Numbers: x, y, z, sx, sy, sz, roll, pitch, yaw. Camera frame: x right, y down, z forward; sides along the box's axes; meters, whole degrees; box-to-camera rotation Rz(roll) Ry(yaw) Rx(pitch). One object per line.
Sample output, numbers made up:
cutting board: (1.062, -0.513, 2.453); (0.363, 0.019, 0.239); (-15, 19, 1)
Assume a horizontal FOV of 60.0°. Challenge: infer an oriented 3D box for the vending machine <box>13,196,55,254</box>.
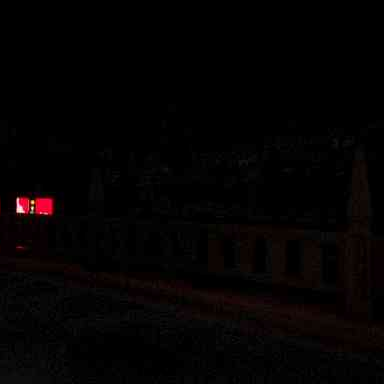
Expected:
vending machine: (-6.039, 1.193, 12.755); (0.880, 2.100, 1.100); (0, 0, 29)
